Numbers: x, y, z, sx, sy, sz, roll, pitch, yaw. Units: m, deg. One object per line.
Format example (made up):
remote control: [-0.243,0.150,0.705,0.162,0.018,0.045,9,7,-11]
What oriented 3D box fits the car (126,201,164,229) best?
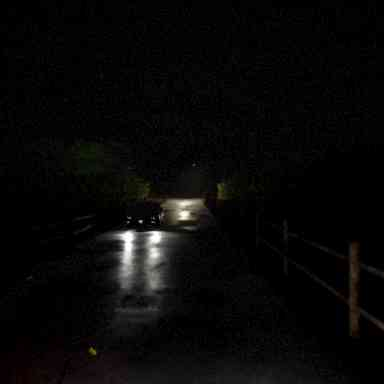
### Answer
car: [-2.784,1.370,20.596,1.837,1.490,4.892,0,0,1]
